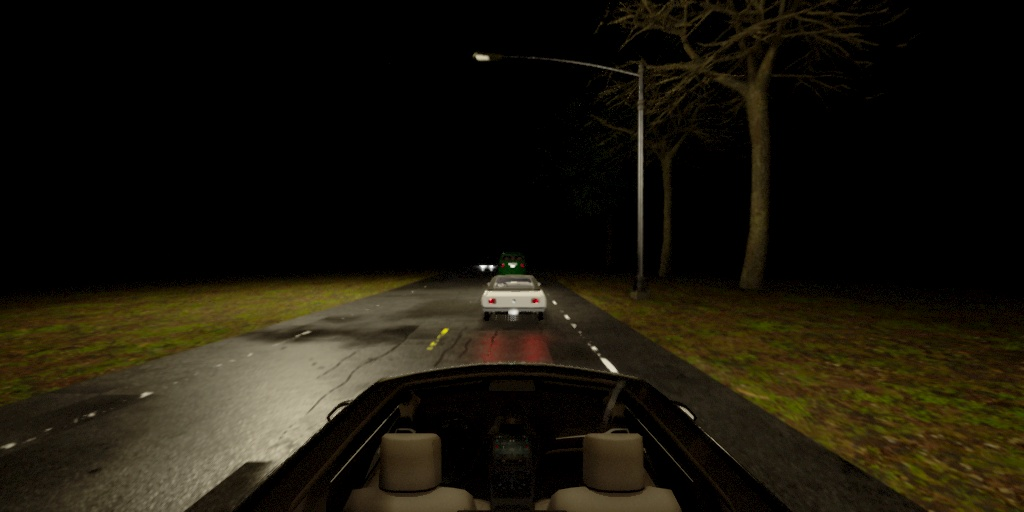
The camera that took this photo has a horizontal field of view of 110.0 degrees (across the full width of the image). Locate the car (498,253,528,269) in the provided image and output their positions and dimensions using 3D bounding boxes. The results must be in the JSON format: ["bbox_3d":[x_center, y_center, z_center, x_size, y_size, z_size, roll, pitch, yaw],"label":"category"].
[{"bbox_3d":[0.073,0.755,27.656,2.150,2.045,5.566,0,1,1],"label":"car"}]

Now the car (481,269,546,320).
[{"bbox_3d":[0.065,1.293,12.369,1.895,1.301,4.718,0,0,0],"label":"car"}]

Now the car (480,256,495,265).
[{"bbox_3d":[-3.549,0.647,52.682,1.994,1.385,4.181,0,1,0],"label":"car"}]
